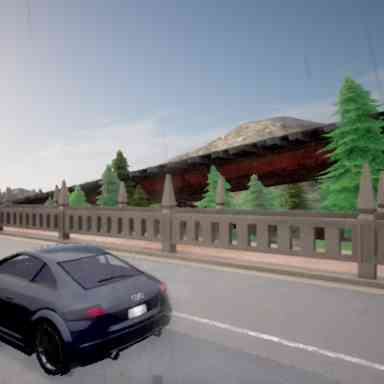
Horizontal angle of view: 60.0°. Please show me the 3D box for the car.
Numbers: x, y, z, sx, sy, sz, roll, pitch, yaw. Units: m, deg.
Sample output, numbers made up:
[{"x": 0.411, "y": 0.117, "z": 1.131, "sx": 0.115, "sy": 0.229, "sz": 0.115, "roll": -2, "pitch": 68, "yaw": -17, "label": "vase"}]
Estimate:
[{"x": -2.368, "y": 1.599, "z": 5.676, "sx": 4.181, "sy": 1.385, "sz": 1.994, "roll": 0, "pitch": 0, "yaw": 35, "label": "car"}]
